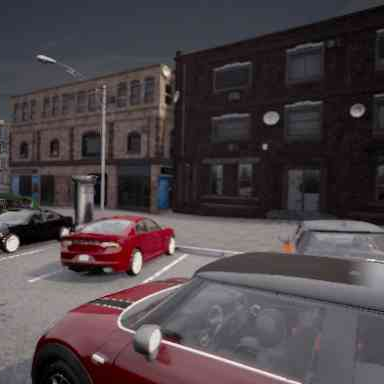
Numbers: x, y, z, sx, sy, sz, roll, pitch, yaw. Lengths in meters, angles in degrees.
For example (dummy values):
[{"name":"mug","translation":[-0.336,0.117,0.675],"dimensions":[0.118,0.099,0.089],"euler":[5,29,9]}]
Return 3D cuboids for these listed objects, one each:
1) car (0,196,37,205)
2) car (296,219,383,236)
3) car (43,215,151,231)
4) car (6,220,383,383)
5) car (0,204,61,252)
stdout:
[{"name":"car","translation":[-9.506,1.212,15.513],"dimensions":[2.435,2.045,5.566],"euler":[1,-1,13]},{"name":"car","translation":[2.938,1.353,6.974],"dimensions":[2.185,1.767,4.553],"euler":[0,-1,15]},{"name":"car","translation":[-2.008,1.472,10.454],"dimensions":[2.097,1.535,5.008],"euler":[0,-1,14]},{"name":"car","translation":[0.604,1.350,2.914],"dimensions":[4.553,1.767,2.097],"euler":[0,0,35]},{"name":"car","translation":[-6.990,1.467,13.864],"dimensions":[2.097,1.535,5.008],"euler":[1,-1,14]}]
